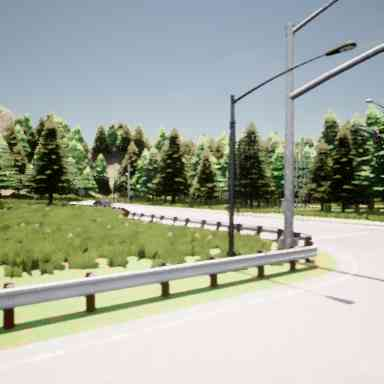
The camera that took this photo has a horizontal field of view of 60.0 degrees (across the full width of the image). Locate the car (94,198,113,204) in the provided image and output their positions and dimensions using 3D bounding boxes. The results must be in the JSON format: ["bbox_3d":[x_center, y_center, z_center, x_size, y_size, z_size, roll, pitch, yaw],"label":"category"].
[{"bbox_3d":[-13.327,1.706,50.056,1.812,1.442,4.674,1,-1,-34],"label":"car"}]
